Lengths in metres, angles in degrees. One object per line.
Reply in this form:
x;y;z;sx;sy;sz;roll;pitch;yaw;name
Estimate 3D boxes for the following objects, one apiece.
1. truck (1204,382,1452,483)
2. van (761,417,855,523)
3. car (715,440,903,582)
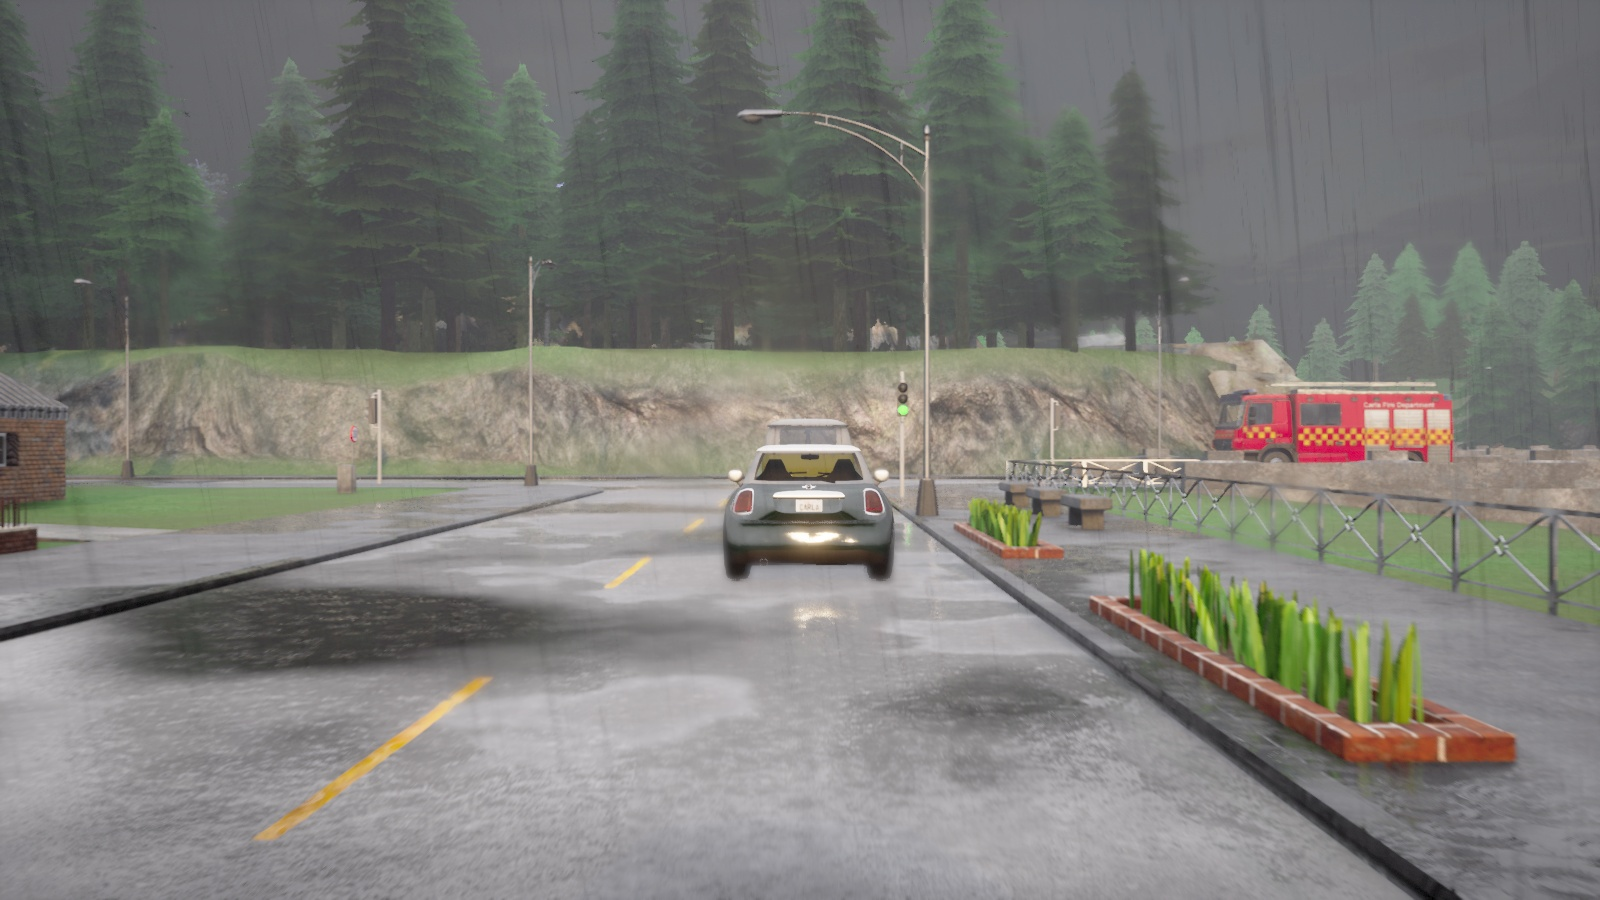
20.511;-0.678;49.131;8.468;3.827;2.891;0;0;0;truck
0.164;0.354;25.756;1.775;1.987;4.442;0;0;0;van
0.102;0.627;15.036;1.970;1.475;3.806;0;0;0;car
